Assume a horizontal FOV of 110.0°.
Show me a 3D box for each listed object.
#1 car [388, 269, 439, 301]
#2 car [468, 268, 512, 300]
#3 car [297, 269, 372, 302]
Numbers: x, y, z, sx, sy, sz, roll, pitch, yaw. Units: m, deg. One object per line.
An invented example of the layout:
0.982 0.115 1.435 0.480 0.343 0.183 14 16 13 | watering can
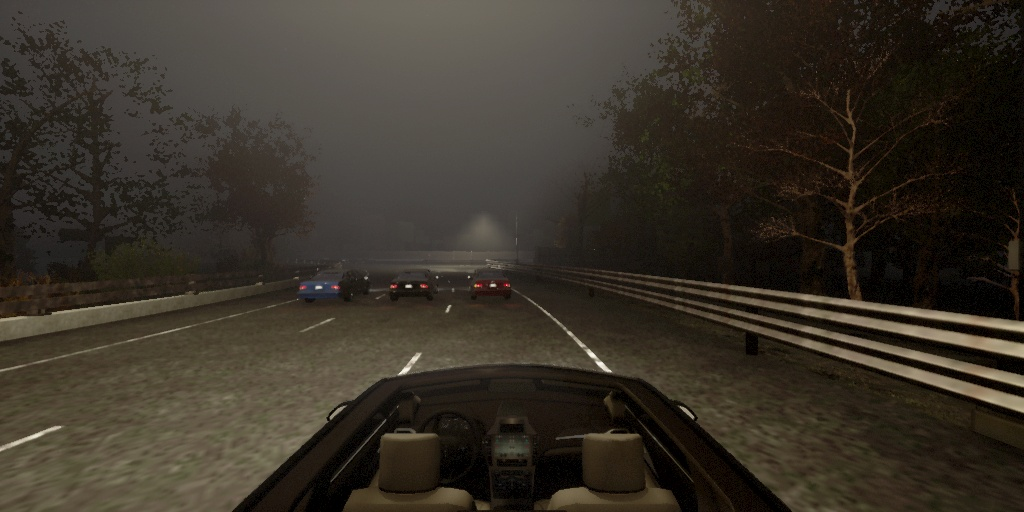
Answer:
-4.644 1.311 17.367 2.033 1.411 5.357 0 0 -8 | car
-1.180 1.311 17.868 2.033 1.411 5.357 0 0 -8 | car
-8.108 1.311 16.865 2.033 1.411 5.357 0 0 -8 | car
